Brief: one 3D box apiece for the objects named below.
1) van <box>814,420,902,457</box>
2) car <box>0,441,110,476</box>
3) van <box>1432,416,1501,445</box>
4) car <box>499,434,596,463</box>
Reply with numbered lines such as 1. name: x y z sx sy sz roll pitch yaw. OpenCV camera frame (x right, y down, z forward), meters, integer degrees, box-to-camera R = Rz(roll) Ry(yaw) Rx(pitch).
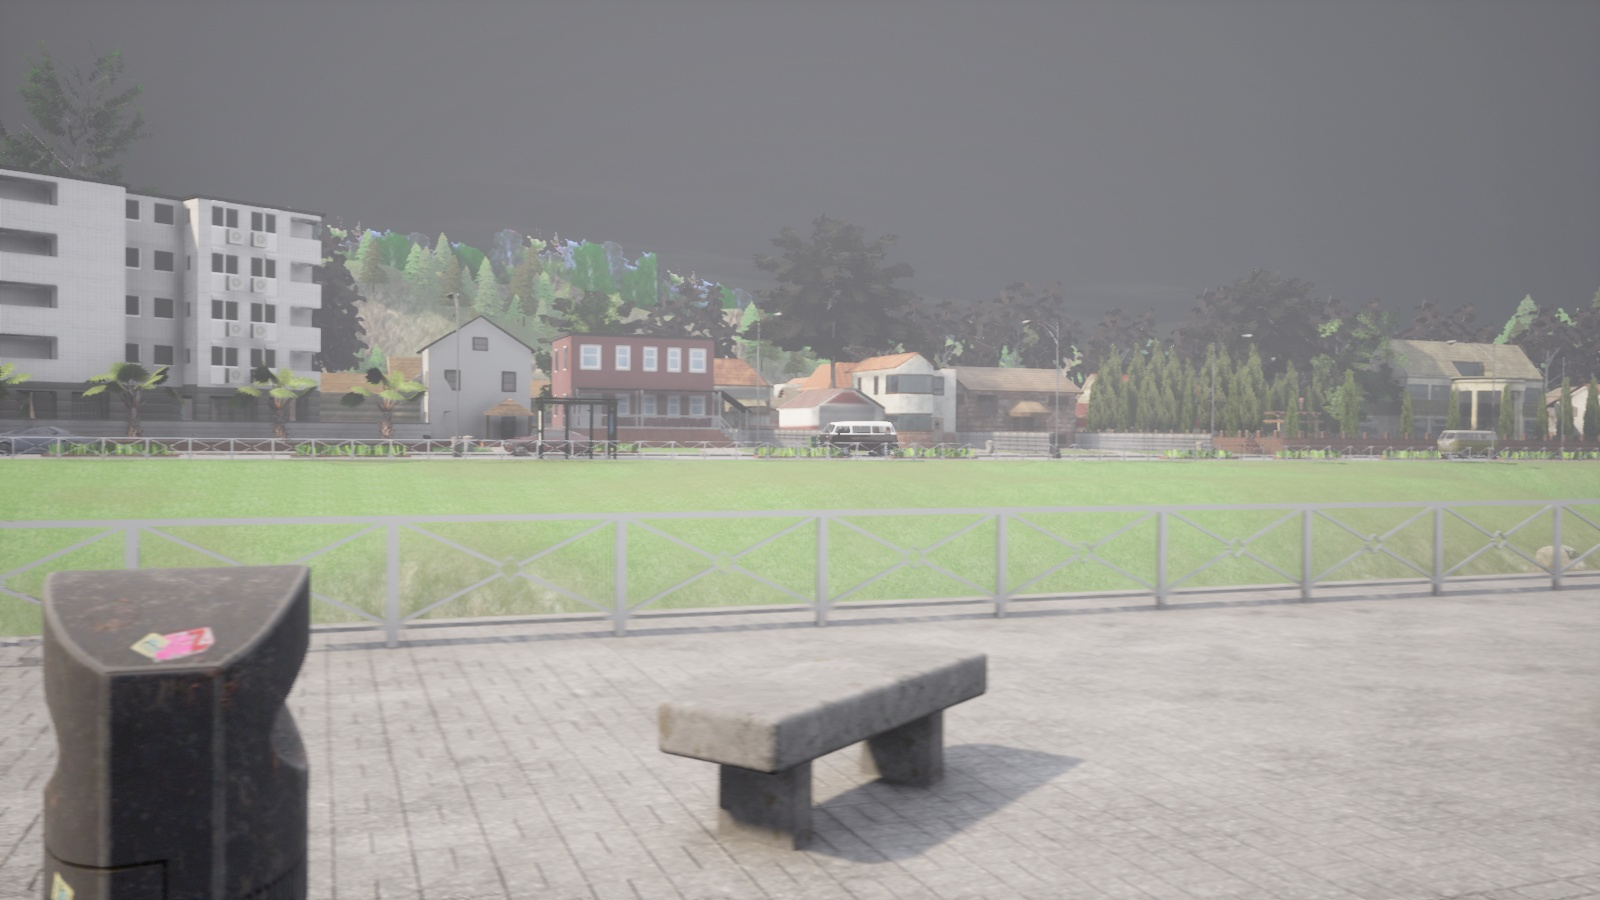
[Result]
1. van: 3.275 -0.666 71.063 4.480 2.038 2.069 -1 1 -21
2. car: -31.881 0.334 53.385 4.181 1.385 1.994 -1 1 -21
3. van: 46.460 -1.361 87.526 4.442 1.987 1.775 -1 1 -21
4. car: -13.037 -0.090 64.849 4.674 1.442 1.812 -1 1 -21
